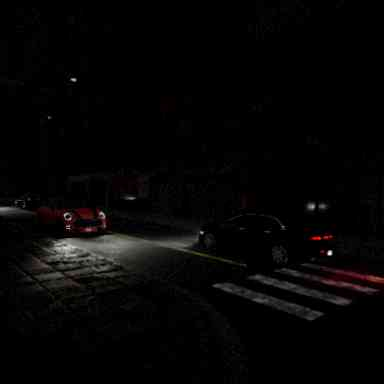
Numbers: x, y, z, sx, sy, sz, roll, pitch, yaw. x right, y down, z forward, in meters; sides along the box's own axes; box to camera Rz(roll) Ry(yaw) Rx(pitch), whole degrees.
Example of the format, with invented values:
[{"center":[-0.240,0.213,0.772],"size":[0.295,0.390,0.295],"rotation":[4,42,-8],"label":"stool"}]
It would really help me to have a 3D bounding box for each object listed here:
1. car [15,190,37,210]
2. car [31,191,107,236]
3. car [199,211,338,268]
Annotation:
[{"center":[-15.217,0.716,31.616],"size":[2.097,1.767,4.553],"rotation":[1,0,-40],"label":"car"},{"center":[-5.918,1.016,16.148],"size":[2.097,1.767,4.553],"rotation":[1,1,-40],"label":"car"},{"center":[2.272,1.387,11.082],"size":[1.837,1.490,4.892],"rotation":[1,1,-40],"label":"car"}]
